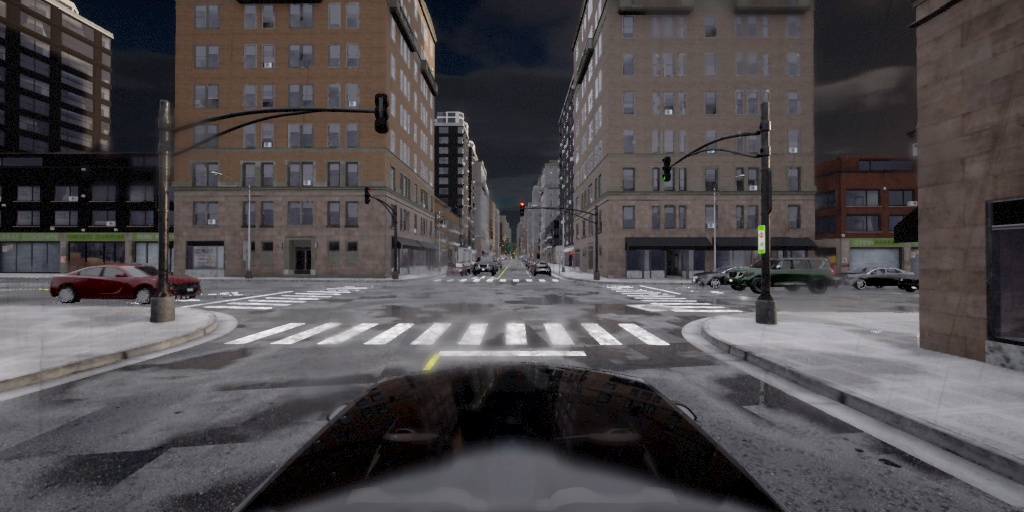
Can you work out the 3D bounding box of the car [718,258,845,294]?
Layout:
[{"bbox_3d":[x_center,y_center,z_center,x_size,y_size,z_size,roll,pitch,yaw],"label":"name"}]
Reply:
[{"bbox_3d":[15.615,1.105,21.029,5.566,2.045,2.150,0,-1,0],"label":"car"}]

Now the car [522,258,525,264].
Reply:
[{"bbox_3d":[3.307,1.316,63.902,1.948,1.339,4.313,0,0,1],"label":"car"}]

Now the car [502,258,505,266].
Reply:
[{"bbox_3d":[-2.521,1.353,58.203,1.895,1.301,4.718,0,0,1],"label":"car"}]

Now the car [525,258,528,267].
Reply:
[{"bbox_3d":[3.103,1.303,47.311,2.007,1.370,4.403,0,0,1],"label":"car"}]

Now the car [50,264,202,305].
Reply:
[{"bbox_3d":[-15.382,1.076,14.454,5.008,1.535,1.882,0,-1,2],"label":"car"}]

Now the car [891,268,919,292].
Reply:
[{"bbox_3d":[25.718,1.550,20.963,4.718,1.301,1.895,0,-1,0],"label":"car"}]

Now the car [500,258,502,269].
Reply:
[{"bbox_3d":[-2.658,1.258,47.946,1.837,1.490,4.892,0,0,1],"label":"car"}]

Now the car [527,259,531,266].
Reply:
[{"bbox_3d":[3.035,1.297,41.781,1.888,1.381,4.507,0,0,1],"label":"car"}]

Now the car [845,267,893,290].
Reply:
[{"bbox_3d":[24.231,1.463,24.219,4.902,1.511,2.128,0,-1,0],"label":"car"}]

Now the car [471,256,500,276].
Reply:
[{"bbox_3d":[-2.782,0.976,37.858,2.150,2.045,5.566,0,0,1],"label":"car"}]

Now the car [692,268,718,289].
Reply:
[{"bbox_3d":[14.826,1.402,24.277,4.902,1.511,2.128,0,-1,2],"label":"car"}]

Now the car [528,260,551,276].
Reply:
[{"bbox_3d":[2.967,1.318,36.251,1.948,1.339,4.313,0,0,1],"label":"car"}]

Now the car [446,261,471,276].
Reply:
[{"bbox_3d":[-5.558,1.336,36.352,1.802,1.307,4.207,0,0,1],"label":"car"}]
